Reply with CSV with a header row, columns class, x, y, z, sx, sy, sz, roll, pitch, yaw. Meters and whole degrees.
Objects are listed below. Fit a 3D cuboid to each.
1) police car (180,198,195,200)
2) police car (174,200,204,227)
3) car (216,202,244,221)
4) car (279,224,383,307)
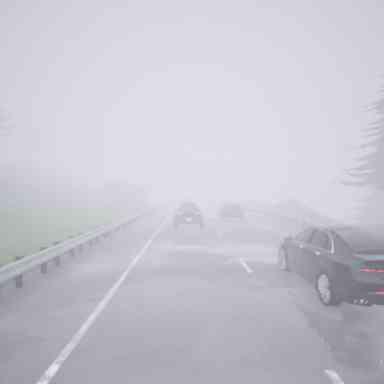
class,x,y,z,sx,sy,sz,roll,pitch,yaw
police car,-0.563,1.523,42.004,1.930,1.638,5.238,0,0,-1
police car,-0.237,1.559,23.175,2.038,1.542,4.974,0,0,-1
car,3.180,1.554,28.043,2.128,1.511,4.902,0,0,-1
car,3.504,1.520,7.987,1.837,1.490,4.892,0,0,-1
